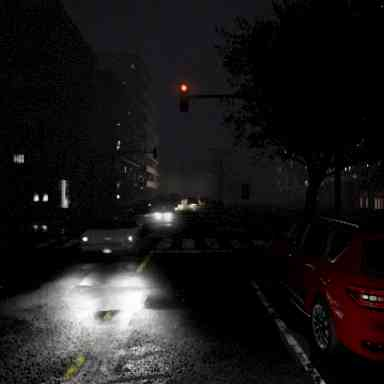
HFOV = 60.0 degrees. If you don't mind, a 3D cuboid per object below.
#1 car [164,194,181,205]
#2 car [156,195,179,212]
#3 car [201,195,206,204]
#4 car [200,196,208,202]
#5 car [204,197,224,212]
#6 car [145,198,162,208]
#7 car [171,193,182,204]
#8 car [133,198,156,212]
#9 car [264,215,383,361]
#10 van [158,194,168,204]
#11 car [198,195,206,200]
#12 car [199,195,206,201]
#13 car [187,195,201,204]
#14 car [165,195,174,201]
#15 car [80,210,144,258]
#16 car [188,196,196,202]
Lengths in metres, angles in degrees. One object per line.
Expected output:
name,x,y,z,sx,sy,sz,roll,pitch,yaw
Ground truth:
car,-3.062,1.490,49.409,1.882,1.535,5.008,0,0,0
car,-3.074,1.497,39.189,2.128,1.511,4.902,0,0,2
car,2.715,1.538,49.524,1.752,1.417,4.829,0,0,0
car,2.728,1.568,77.188,1.752,1.417,4.829,0,0,0
car,2.710,1.549,38.289,1.887,1.381,4.507,0,0,0
car,-5.665,1.563,49.359,2.008,1.369,4.403,0,0,0
car,-3.037,1.245,60.122,2.150,2.045,5.566,0,0,0
car,-5.670,1.555,38.293,2.008,1.369,4.403,0,0,0
car,2.696,1.314,5.901,2.192,1.841,5.009,0,0,0
van,-5.657,1.371,65.957,1.690,1.788,3.998,0,0,0
car,2.736,1.619,93.616,2.008,1.369,4.403,0,0,0
car,2.733,1.604,88.083,1.887,1.381,4.507,0,0,0
car,0.130,1.590,62.189,1.994,1.385,4.181,0,0,0
car,-5.650,1.490,82.555,1.967,1.590,4.097,0,0,0
car,-2.954,1.599,12.924,1.895,1.301,4.718,0,0,-6
car,0.040,1.641,79.370,1.895,1.301,4.718,0,0,0
